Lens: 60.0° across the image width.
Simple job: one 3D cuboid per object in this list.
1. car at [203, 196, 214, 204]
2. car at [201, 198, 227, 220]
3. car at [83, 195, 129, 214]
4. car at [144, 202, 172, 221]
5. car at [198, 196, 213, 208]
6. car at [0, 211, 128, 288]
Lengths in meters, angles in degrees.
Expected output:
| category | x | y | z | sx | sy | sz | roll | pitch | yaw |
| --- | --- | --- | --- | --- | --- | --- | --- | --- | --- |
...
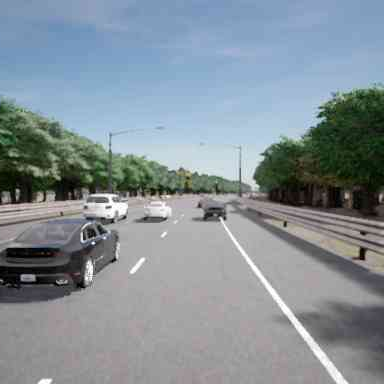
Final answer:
| category | x | y | z | sx | sy | sz | roll | pitch | yaw |
| --- | --- | --- | --- | --- | --- | --- | --- | --- | --- |
| car | 3.128 | 1.498 | 62.480 | 1.812 | 1.442 | 4.674 | 0 | 0 | 6 |
| car | 1.873 | 1.489 | 27.566 | 1.837 | 1.490 | 4.892 | 0 | 0 | 3 |
| car | -6.349 | 1.203 | 25.053 | 2.150 | 2.045 | 5.566 | 0 | 0 | 2 |
| car | -2.744 | 1.507 | 27.291 | 1.812 | 1.442 | 4.674 | 0 | 0 | 2 |
| car | 1.892 | 1.535 | 48.028 | 1.994 | 1.385 | 4.181 | 0 | 0 | 5 |
| car | -3.297 | 1.497 | 9.190 | 1.837 | 1.490 | 4.892 | 0 | 0 | 1 |
